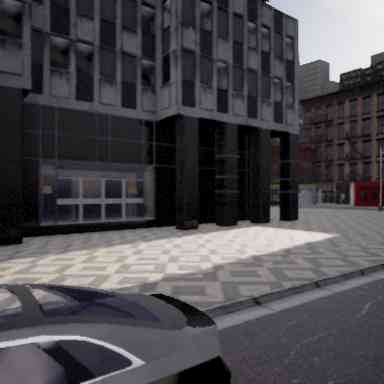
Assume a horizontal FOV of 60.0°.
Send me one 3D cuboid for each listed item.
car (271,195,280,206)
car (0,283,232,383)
[{"bbox_3d":[13.792,1.466,58.377,2.150,2.045,5.566,0,0,-36],"label":"car"},{"bbox_3d":[-1.947,1.492,1.989,4.902,1.511,2.128,0,0,-36],"label":"car"}]
